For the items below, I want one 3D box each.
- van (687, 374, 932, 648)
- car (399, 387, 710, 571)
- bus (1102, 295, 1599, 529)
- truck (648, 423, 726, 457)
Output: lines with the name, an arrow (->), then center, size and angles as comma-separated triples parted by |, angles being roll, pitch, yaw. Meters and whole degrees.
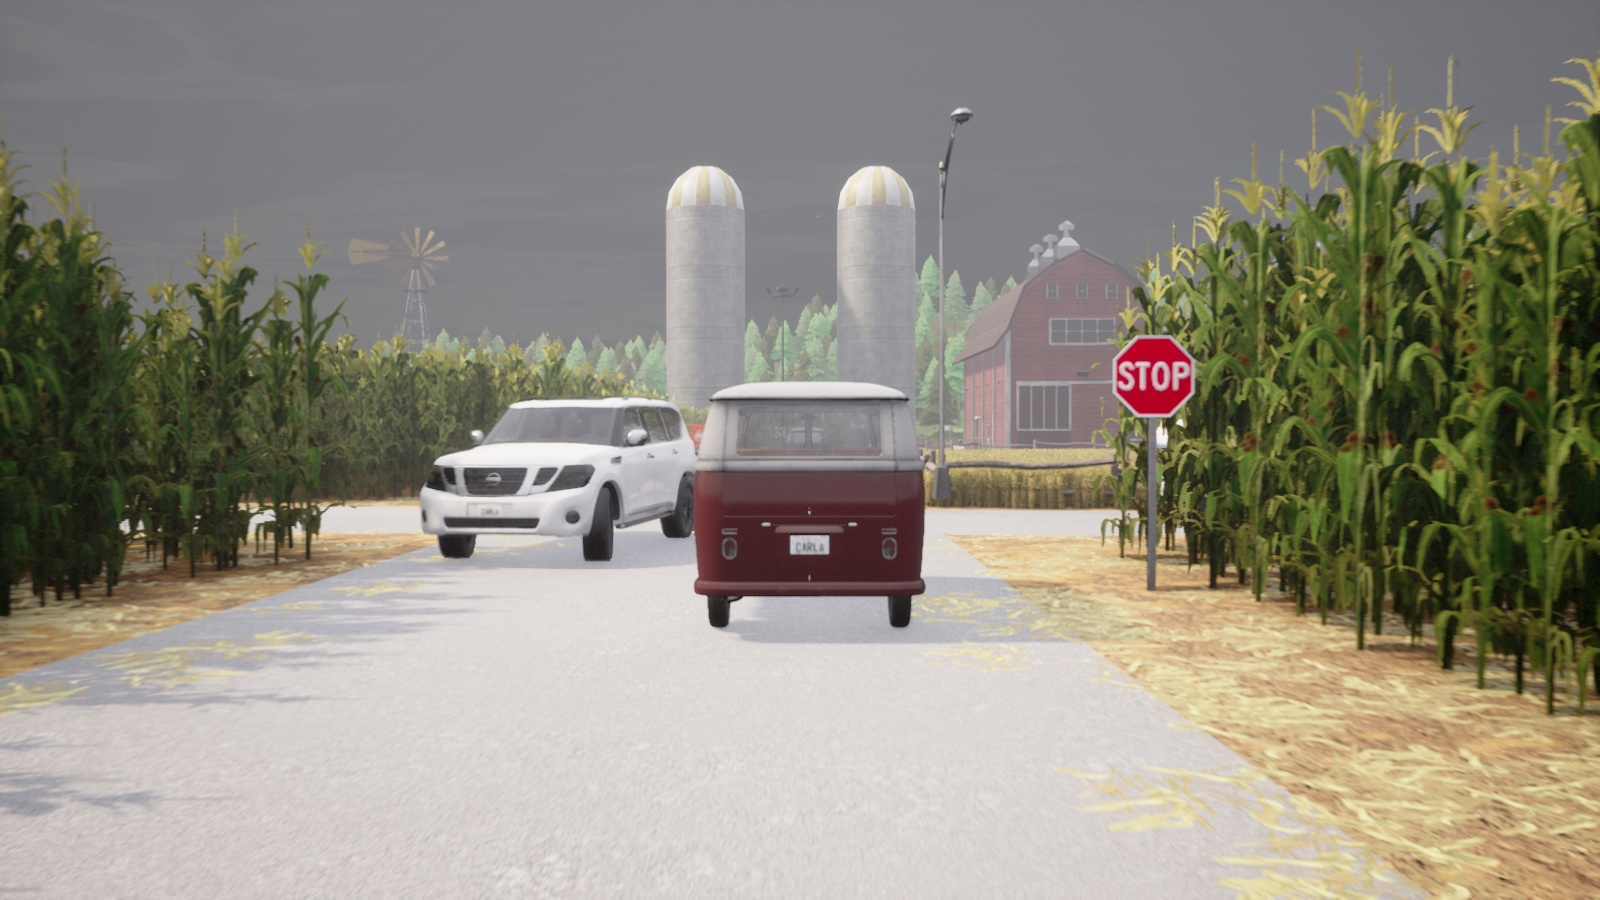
van -> 0.080, 0.409, 11.313 | 1.775, 1.987, 4.442 | 0, 1, 0
car -> -2.984, 0.277, 16.863 | 2.150, 2.045, 5.566 | 0, 1, 11
bus -> 11.616, -0.722, 24.977 | 10.273, 4.253, 3.944 | 0, 1, 0
truck -> -8.392, -0.739, 93.459 | 5.204, 2.467, 2.627 | -1, 1, -40
